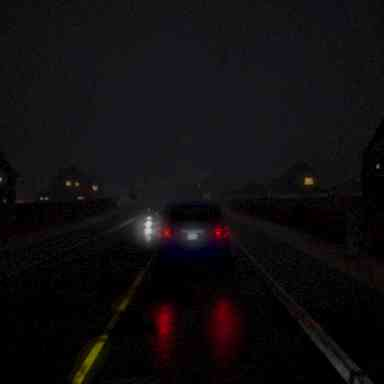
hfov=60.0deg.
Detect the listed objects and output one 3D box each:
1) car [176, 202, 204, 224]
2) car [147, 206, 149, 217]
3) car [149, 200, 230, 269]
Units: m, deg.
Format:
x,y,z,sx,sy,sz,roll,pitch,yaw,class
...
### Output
x,y,z,sx,sy,sz,roll,pitch,yaw,class
-0.260,1.623,27.224,2.128,1.511,4.902,0,0,-3,car
-3.540,1.775,33.946,1.895,1.301,4.718,0,0,-4,car
0.035,1.273,11.514,2.150,2.045,5.566,0,0,0,car
